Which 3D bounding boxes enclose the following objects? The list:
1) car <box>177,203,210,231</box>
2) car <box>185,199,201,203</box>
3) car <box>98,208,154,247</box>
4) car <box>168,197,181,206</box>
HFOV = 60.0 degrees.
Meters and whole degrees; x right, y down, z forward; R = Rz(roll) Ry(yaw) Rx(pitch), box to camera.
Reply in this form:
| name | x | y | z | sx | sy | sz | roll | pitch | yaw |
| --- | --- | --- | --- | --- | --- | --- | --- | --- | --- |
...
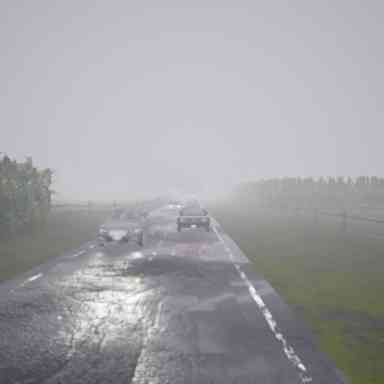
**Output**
| name | x | y | z | sx | sy | sz | roll | pitch | yaw |
| --- | --- | --- | --- | --- | --- | --- | --- | --- | --- |
| car | 0.087 | 1.598 | 20.651 | 1.895 | 1.301 | 4.718 | 0 | 0 | 0 |
| car | 0.070 | 1.533 | 41.323 | 2.033 | 1.411 | 5.357 | 0 | 0 | 0 |
| car | -2.851 | 1.490 | 15.113 | 2.128 | 1.511 | 4.902 | 0 | 0 | 0 |
| car | -2.823 | 1.535 | 55.248 | 1.994 | 1.385 | 4.181 | 0 | 0 | 0 |
